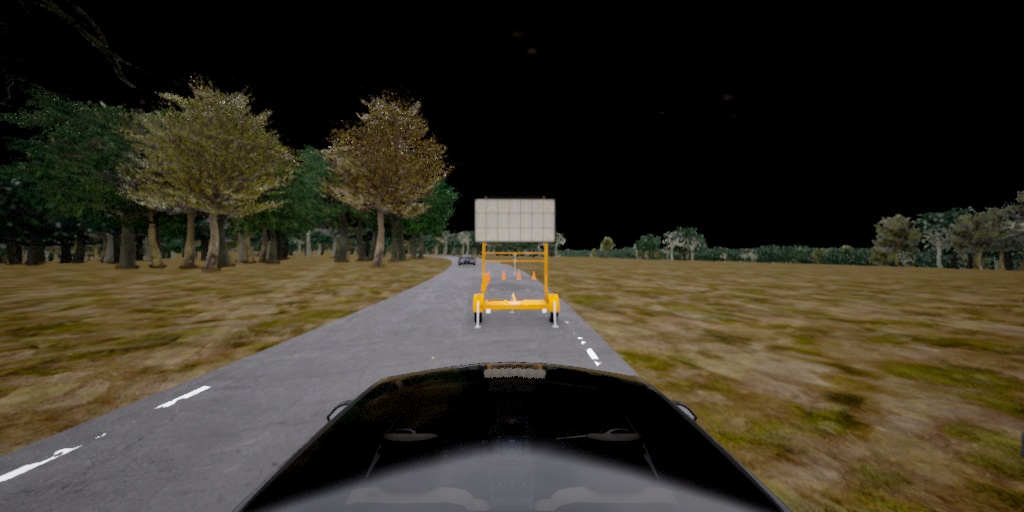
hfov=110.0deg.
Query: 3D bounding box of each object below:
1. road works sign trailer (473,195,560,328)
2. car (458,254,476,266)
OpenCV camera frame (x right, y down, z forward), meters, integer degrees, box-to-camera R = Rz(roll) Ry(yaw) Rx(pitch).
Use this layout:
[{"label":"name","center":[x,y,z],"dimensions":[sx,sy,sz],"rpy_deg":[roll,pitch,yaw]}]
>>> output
[{"label":"road works sign trailer","center":[0.084,0.028,10.645],"dimensions":[2.380,3.560,2.880],"rpy_deg":[0,0,-2]},{"label":"car","center":[-5.271,0.477,41.915],"dimensions":[1.994,1.385,4.181],"rpy_deg":[0,1,-8]}]
